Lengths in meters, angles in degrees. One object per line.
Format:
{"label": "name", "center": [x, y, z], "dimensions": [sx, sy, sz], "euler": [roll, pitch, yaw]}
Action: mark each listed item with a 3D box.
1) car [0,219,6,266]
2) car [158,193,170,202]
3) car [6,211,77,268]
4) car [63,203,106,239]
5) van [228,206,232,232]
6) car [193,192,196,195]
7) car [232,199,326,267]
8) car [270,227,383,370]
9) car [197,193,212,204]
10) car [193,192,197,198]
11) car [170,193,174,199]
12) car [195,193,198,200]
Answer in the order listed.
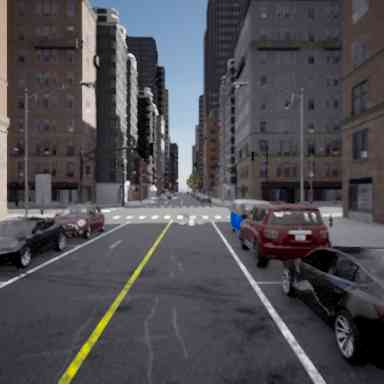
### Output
{"label": "car", "center": [-2.996, 1.222, 0.605], "dimensions": [2.150, 2.045, 5.566], "euler": [0, 0, 0]}
{"label": "car", "center": [-6.288, 1.228, 71.666], "dimensions": [1.967, 1.590, 4.097], "euler": [0, 0, -1]}
{"label": "car", "center": [-5.680, 1.530, 11.118], "dimensions": [1.947, 1.339, 4.313], "euler": [0, 0, 0]}
{"label": "car", "center": [-5.687, 1.384, 16.643], "dimensions": [1.967, 1.590, 4.097], "euler": [0, 0, 0]}
{"label": "van", "center": [2.839, 1.280, 16.659], "dimensions": [1.690, 1.788, 3.998], "euler": [0, 0, 0]}
{"label": "car", "center": [1.840, 1.303, 88.812], "dimensions": [1.887, 1.381, 4.507], "euler": [0, 0, -1]}
{"label": "car", "center": [2.846, 1.274, 11.135], "dimensions": [2.192, 1.841, 5.009], "euler": [0, 0, 0]}
{"label": "car", "center": [2.853, 1.544, 5.612], "dimensions": [1.947, 1.339, 4.313], "euler": [0, 0, 0]}
{"label": "car", "center": [2.497, 1.250, 60.549], "dimensions": [1.967, 1.590, 4.097], "euler": [0, 0, -1]}
{"label": "car", "center": [1.972, 1.342, 83.159], "dimensions": [1.802, 1.307, 4.206], "euler": [0, 0, -1]}
{"label": "car", "center": [-6.684, 1.079, 88.626], "dimensions": [2.192, 1.841, 5.009], "euler": [0, 0, -1]}
{"label": "car", "center": [2.235, 1.364, 71.856], "dimensions": [1.802, 1.307, 4.206], "euler": [0, 0, -1]}
